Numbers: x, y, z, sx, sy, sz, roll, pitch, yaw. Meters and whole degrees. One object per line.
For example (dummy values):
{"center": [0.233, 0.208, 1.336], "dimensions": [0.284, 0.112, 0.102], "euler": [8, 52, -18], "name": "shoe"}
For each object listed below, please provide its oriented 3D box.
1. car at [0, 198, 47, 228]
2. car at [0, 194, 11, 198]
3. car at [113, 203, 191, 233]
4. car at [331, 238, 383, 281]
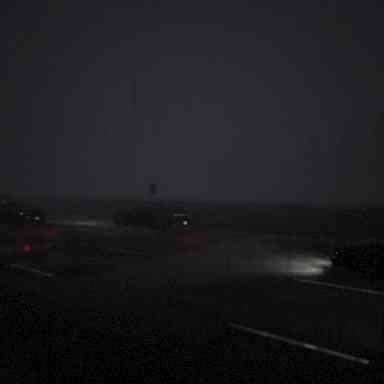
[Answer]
{"center": [-10.636, 1.291, 20.176], "dimensions": [4.674, 1.442, 1.812], "euler": [1, 0, 35], "name": "car"}
{"center": [-17.459, 0.992, 29.342], "dimensions": [4.553, 1.767, 2.097], "euler": [1, 0, 36], "name": "car"}
{"center": [-2.316, 1.348, 18.543], "dimensions": [4.902, 1.511, 2.128], "euler": [1, 0, 36], "name": "car"}
{"center": [6.354, 1.557, 8.058], "dimensions": [5.357, 1.411, 2.033], "euler": [1, 0, 35], "name": "car"}
